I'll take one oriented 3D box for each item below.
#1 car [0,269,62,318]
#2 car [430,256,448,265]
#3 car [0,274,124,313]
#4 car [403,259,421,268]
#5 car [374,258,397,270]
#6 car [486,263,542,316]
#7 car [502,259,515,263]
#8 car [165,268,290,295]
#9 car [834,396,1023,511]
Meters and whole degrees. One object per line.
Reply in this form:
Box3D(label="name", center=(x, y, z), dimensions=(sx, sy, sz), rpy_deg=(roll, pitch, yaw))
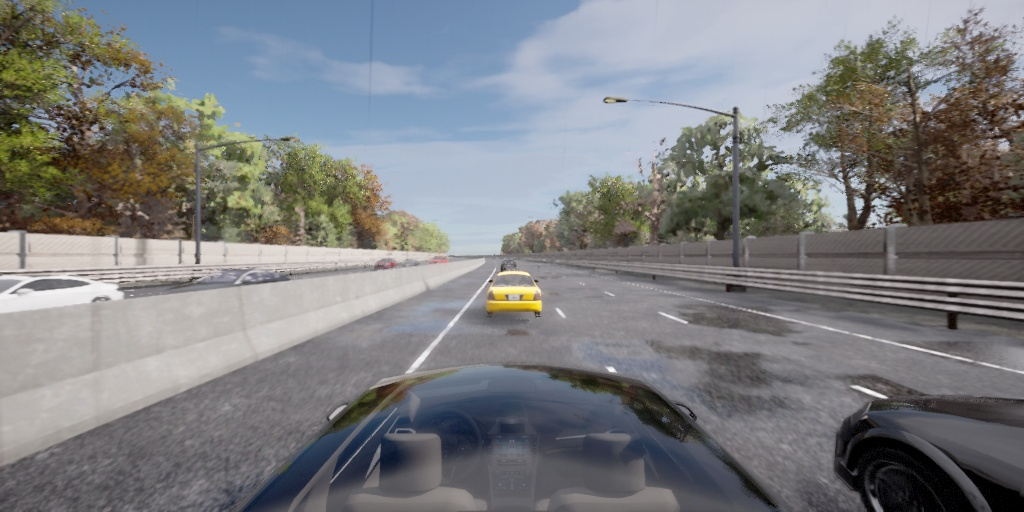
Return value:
Box3D(label="car", center=(-17.634, 1.246, 10.764), dimensions=(2.128, 1.511, 4.902), rpy_deg=(0, 0, 0))
Box3D(label="car", center=(-11.421, 0.986, 56.454), dimensions=(2.150, 2.045, 5.566), rpy_deg=(0, 0, -1))
Box3D(label="car", center=(-14.132, 1.280, 10.288), dimensions=(1.812, 1.442, 4.674), rpy_deg=(0, 0, 0))
Box3D(label="car", center=(-14.843, 1.256, 53.377), dimensions=(2.128, 1.511, 4.902), rpy_deg=(0, 0, -1))
Box3D(label="car", center=(-18.319, 1.115, 52.103), dimensions=(2.097, 1.767, 4.553), rpy_deg=(0, 0, -1))
Box3D(label="car", center=(0.050, 1.211, 13.239), dimensions=(1.801, 1.575, 5.366), rpy_deg=(0, 0, 0))
Box3D(label="car", center=(-0.436, 1.196, 44.312), dimensions=(2.033, 1.649, 4.856), rpy_deg=(0, 0, -1))
Box3D(label="car", center=(-10.654, 1.247, 13.841), dimensions=(2.128, 1.511, 4.902), rpy_deg=(0, 0, 0))
Box3D(label="car", center=(3.591, 1.313, 1.137), dimensions=(1.994, 1.385, 4.181), rpy_deg=(0, 0, 0))
